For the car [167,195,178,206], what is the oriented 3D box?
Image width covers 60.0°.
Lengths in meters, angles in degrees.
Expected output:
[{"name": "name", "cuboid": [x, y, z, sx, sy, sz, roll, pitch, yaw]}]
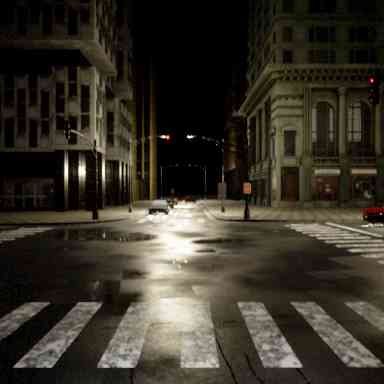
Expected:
[{"name": "car", "cuboid": [-3.291, 1.431, 43.505, 2.128, 1.511, 4.902, 0, 0, 0]}]

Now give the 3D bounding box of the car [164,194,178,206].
[{"name": "car", "cuboid": [-3.361, 1.266, 53.798, 2.097, 1.767, 4.553, 0, 0, 0]}]

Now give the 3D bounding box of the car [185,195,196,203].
[{"name": "car", "cuboid": [-0.256, 1.411, 63.866, 1.812, 1.442, 4.674, 0, 0, 0]}]

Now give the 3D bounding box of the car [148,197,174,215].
[{"name": "car", "cuboid": [-3.215, 1.507, 33.590, 2.033, 1.411, 5.357, 0, 0, 0]}]

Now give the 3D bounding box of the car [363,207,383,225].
[{"name": "car", "cuboid": [13.249, 1.244, 20.558, 5.008, 1.535, 1.882, 0, 0, 0]}]

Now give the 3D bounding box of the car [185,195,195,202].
[{"name": "car", "cuboid": [-0.424, 1.408, 73.678, 1.994, 1.385, 4.181, 0, 0, 0]}]
